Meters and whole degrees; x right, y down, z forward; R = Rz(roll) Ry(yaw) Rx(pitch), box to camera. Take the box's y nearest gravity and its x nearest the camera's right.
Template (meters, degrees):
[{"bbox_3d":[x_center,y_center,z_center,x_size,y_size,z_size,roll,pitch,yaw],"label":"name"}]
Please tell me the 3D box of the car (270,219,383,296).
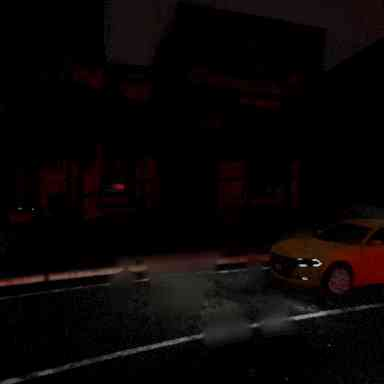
[{"bbox_3d":[4.385,1.430,8.320,5.008,1.535,1.882,0,0,-16],"label":"car"}]
